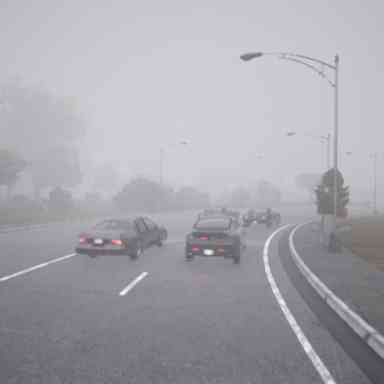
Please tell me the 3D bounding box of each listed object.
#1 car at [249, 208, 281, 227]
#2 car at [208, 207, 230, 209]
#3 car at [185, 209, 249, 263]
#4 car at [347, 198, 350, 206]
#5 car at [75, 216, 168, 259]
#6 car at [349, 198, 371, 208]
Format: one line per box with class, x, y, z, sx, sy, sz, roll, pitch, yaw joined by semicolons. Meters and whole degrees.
car;5.432;1.869;25.355;1.895;1.301;4.718;1;0;27
car;2.298;1.835;26.911;1.895;1.301;4.718;1;0;27
car;1.029;1.628;12.687;1.837;1.490;4.892;0;0;12
car;30.194;1.960;65.984;4.553;1.767;2.097;0;1;-40
car;-2.479;1.642;13.083;2.033;1.411;5.357;0;0;12
car;32.412;2.151;63.279;4.892;1.490;1.837;0;1;-40
